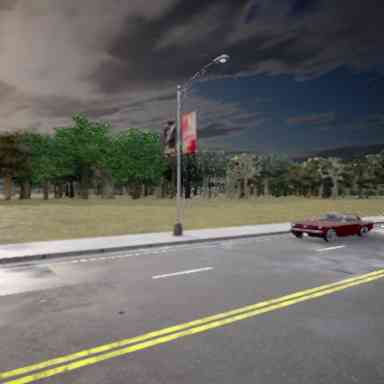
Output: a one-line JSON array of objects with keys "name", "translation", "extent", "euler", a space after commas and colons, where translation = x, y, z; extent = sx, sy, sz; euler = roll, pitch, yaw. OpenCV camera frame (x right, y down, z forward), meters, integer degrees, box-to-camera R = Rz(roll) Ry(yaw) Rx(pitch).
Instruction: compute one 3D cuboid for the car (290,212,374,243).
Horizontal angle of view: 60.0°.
[{"name": "car", "translation": [7.057, 1.676, 16.704], "extent": [4.718, 1.301, 1.895], "euler": [0, 0, -35]}]
